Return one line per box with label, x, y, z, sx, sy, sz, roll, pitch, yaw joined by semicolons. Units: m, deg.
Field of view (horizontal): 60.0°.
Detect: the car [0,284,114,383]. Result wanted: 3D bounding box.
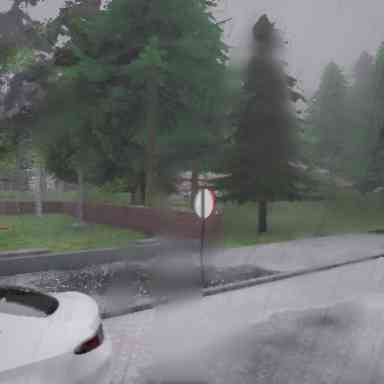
car;-2.944;1.520;2.504;4.674;1.442;1.812;0;0;-36
